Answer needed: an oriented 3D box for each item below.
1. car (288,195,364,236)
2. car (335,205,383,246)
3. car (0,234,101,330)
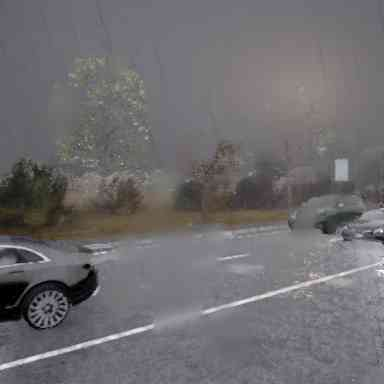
[{"bbox_3d":[7.765,1.190,18.776,5.566,2.045,2.150,0,0,-39],"label":"car"},{"bbox_3d":[8.598,1.499,14.977,4.674,1.442,1.812,0,0,-39],"label":"car"},{"bbox_3d":[-3.993,1.497,5.346,4.902,1.511,2.128,0,0,-35],"label":"car"}]
